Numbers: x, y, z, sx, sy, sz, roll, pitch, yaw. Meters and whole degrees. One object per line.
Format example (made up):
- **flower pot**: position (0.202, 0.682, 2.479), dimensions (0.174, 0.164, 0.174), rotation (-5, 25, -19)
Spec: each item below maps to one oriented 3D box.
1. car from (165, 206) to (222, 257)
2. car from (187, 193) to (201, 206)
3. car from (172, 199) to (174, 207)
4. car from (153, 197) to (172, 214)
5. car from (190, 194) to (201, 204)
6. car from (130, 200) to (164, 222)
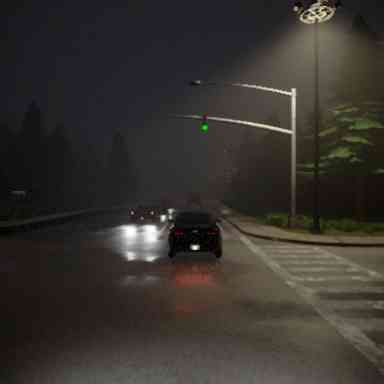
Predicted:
- **car**: position (0.103, 1.509, 13.078), dimensions (1.837, 1.490, 4.892), rotation (0, 0, 0)
- **car**: position (0.308, 1.178, 54.097), dimensions (2.150, 2.045, 5.566), rotation (0, 0, 2)
- **car**: position (-3.450, 1.468, 45.455), dimensions (1.837, 1.490, 4.892), rotation (0, 0, 1)
- **car**: position (-3.565, 1.449, 35.434), dimensions (1.882, 1.535, 5.008), rotation (0, 0, 0)
- **car**: position (0.679, 1.300, 64.509), dimensions (2.097, 1.767, 4.553), rotation (0, 0, 2)
- **car**: position (-3.590, 1.580, 26.152), dimensions (1.895, 1.301, 4.718), rotation (0, 0, 0)
